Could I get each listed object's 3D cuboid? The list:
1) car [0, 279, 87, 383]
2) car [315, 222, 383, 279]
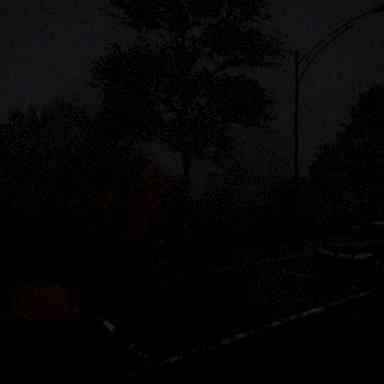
[{"bbox_3d":[-3.660,1.526,3.478,4.829,1.417,1.752,0,1,-35],"label":"car"},{"bbox_3d":[5.494,1.577,10.006,4.206,1.307,1.802,0,1,-35],"label":"car"}]
